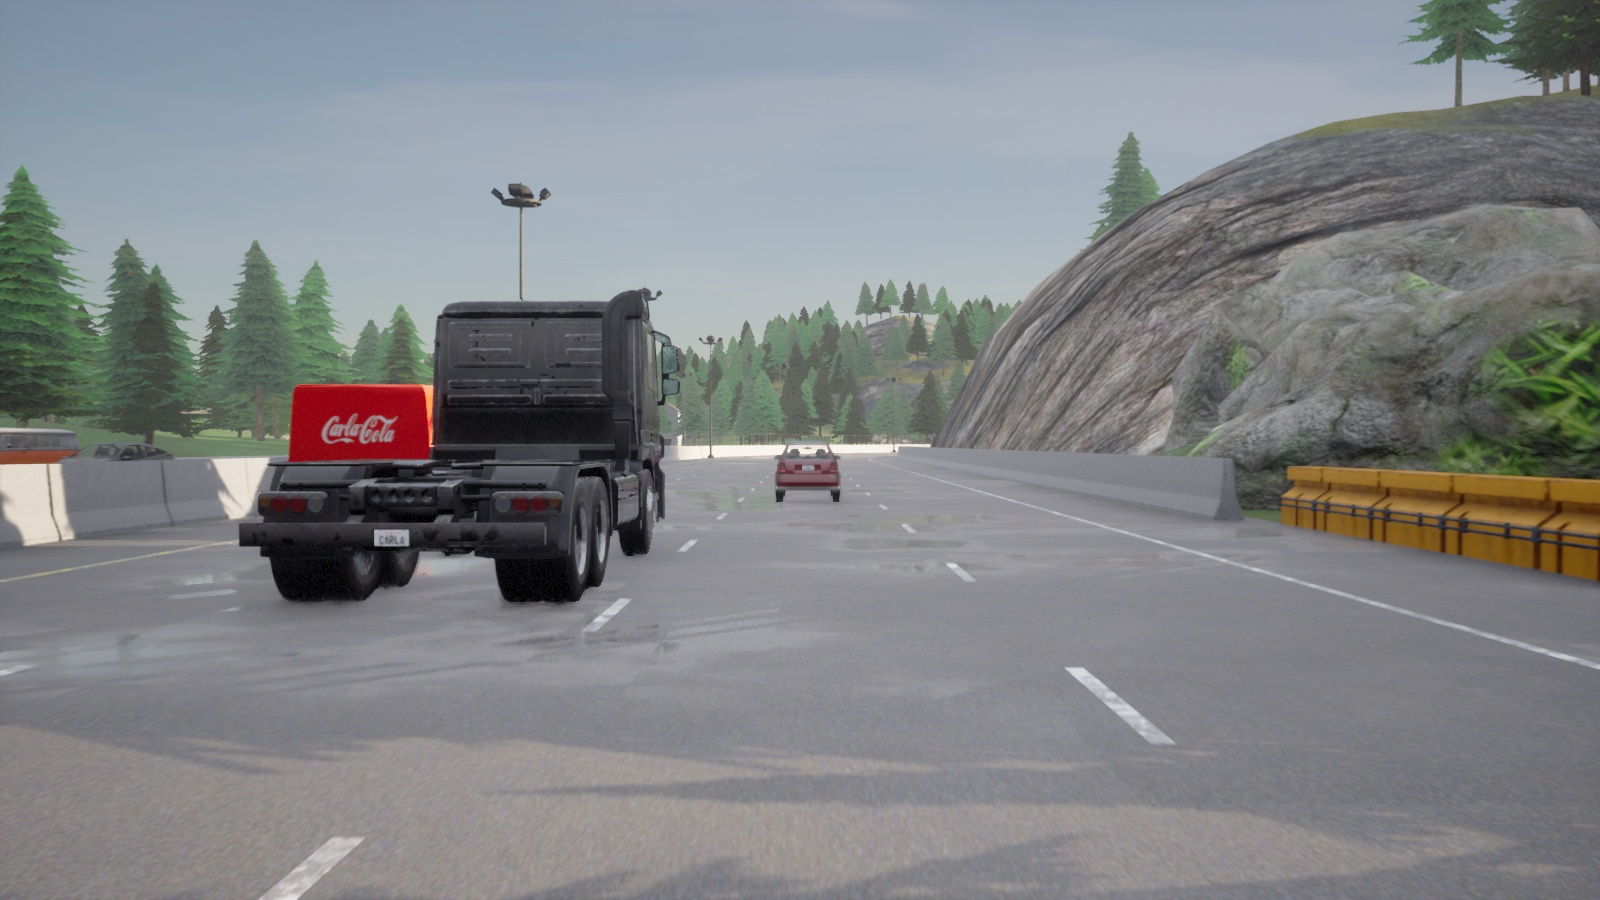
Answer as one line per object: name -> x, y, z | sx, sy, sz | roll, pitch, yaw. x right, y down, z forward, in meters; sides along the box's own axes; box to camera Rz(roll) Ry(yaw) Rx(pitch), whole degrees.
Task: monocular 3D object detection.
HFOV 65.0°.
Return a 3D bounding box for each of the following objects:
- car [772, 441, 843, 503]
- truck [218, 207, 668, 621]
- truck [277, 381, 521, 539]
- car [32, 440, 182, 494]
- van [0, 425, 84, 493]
car -> 0.206, 0.536, 33.478 | 1.789, 1.549, 3.705 | 0, 0, 0
truck -> -3.402, -0.320, 14.474 | 2.891, 3.462, 7.936 | 0, 0, 0
truck -> -6.858, 0.133, 22.242 | 2.627, 2.467, 5.204 | 0, 1, 0
car -> -20.770, 0.463, 37.869 | 2.007, 1.525, 4.514 | 0, 0, 0
van -> -24.264, 0.261, 38.758 | 1.775, 1.987, 4.442 | 0, 0, 0
